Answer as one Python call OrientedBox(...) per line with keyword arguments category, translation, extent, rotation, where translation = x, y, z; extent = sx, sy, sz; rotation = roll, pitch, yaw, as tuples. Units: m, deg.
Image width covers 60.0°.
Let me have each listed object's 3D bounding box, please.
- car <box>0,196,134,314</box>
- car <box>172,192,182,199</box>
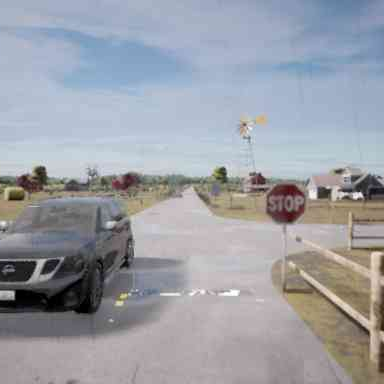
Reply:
OrientedBox(category="car", translation=(-2.777, 1.151, 7.691), extent=(2.150, 2.045, 5.566), rotation=(0, 1, 0))
OrientedBox(category="car", translation=(-3.021, 0.717, 69.802), extent=(1.994, 1.385, 4.181), rotation=(0, 1, 0))
